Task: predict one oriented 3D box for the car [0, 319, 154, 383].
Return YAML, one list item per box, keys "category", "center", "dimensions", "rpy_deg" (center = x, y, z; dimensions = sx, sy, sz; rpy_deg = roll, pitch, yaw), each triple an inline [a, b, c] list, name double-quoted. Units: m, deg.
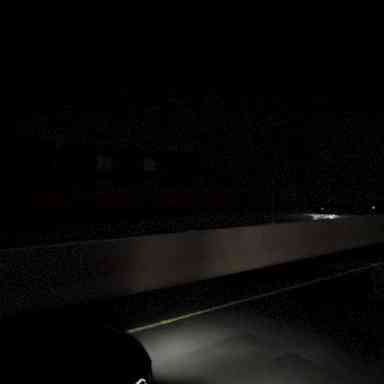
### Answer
- category: "car"
  center: [-2.445, 1.533, 2.003]
  dimensions: [4.674, 1.442, 1.812]
  rpy_deg: [-1, 0, -35]
